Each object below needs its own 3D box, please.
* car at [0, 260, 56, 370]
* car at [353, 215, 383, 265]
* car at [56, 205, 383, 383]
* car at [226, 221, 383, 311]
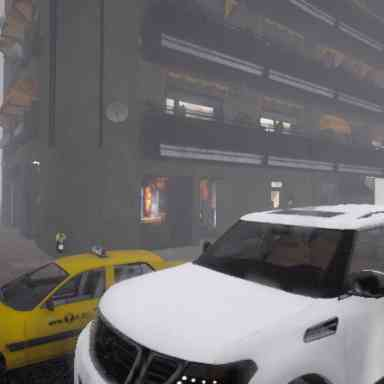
[{"bbox_3d":[-1.638,1.526,4.915,4.829,1.417,1.752,0,1,-35],"label":"car"},{"bbox_3d":[7.749,1.547,11.579,4.507,1.381,1.887,0,1,-35],"label":"car"},{"bbox_3d":[1.522,1.222,4.148,5.566,2.045,2.150,0,0,-35],"label":"car"},{"bbox_3d":[3.125,1.567,8.297,4.313,1.339,1.947,0,1,-35],"label":"car"}]
